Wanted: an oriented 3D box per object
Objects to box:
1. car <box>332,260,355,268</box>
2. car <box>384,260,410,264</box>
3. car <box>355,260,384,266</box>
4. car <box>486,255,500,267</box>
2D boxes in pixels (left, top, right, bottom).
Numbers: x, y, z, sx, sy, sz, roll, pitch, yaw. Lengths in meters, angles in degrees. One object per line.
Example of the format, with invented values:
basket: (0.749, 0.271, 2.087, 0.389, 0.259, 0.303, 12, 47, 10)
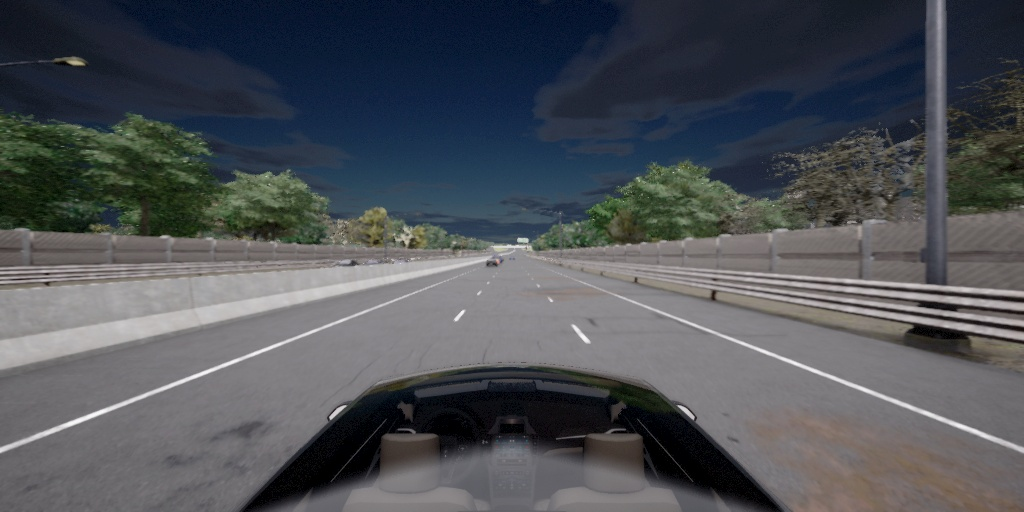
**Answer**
car: (-21.043, 1.223, 45.904, 1.812, 1.442, 4.674, 0, 0, 0)
car: (-14.040, 1.245, 45.925, 2.033, 1.411, 5.357, 0, 0, 1)
car: (-17.540, 1.245, 45.926, 2.033, 1.411, 5.357, 0, 0, 1)
car: (-3.487, 1.129, 62.007, 1.882, 1.535, 5.008, 0, 0, 0)
